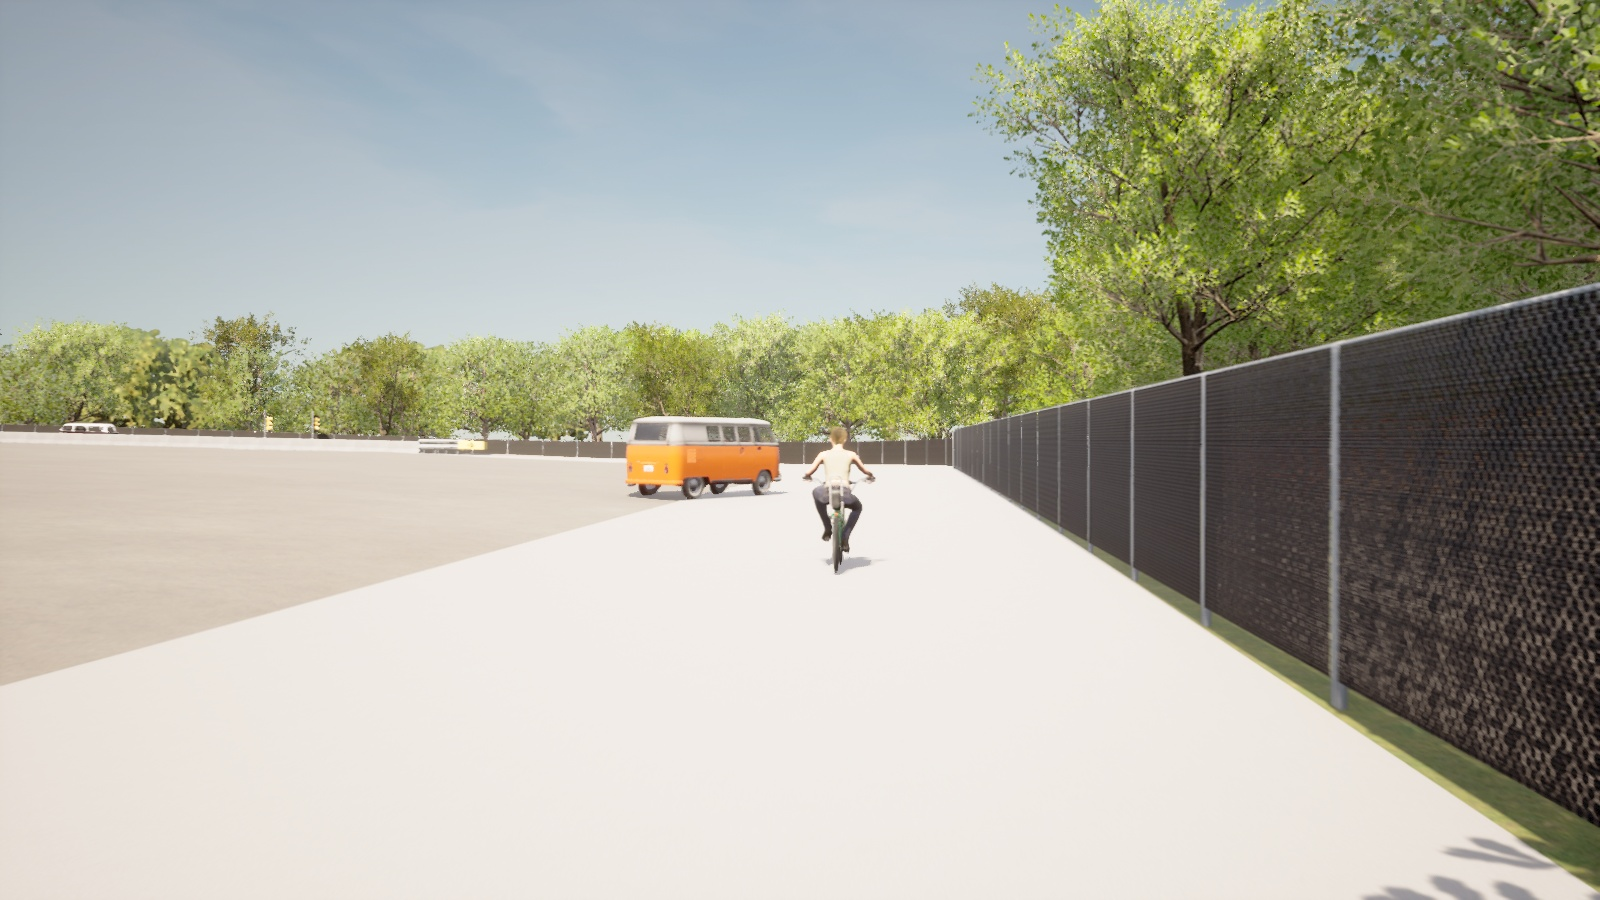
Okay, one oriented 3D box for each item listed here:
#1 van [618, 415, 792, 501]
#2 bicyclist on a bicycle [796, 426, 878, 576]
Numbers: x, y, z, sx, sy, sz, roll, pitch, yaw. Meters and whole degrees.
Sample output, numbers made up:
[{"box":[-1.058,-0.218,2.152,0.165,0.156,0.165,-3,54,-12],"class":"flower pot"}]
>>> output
[{"box":[-2.274,0.169,31.257,1.775,1.987,4.442,1,1,38],"class":"van"},{"box":[0.444,0.543,14.341,0.866,1.612,1.509,0,1,4],"class":"bicyclist on a bicycle"}]
